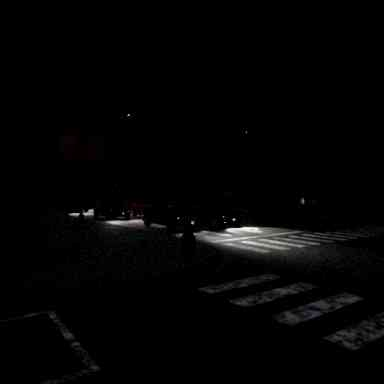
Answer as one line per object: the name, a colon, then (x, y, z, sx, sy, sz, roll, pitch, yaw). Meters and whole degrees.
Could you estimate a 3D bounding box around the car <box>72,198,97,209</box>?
car: (-14.430, 1.533, 44.475, 1.895, 1.301, 4.718, 0, 0, -35)

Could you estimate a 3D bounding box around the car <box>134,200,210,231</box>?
car: (-1.407, 1.469, 20.706, 2.128, 1.511, 4.902, 0, 0, -36)

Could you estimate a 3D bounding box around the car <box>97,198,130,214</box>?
car: (-8.669, 1.473, 36.404, 1.812, 1.442, 4.674, 0, 0, -36)

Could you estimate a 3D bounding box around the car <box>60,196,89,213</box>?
car: (-13.118, 1.494, 37.009, 2.033, 1.411, 5.357, 0, 0, -36)

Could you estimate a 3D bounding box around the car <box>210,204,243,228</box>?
car: (1.446, 1.537, 22.303, 1.994, 1.385, 4.181, 0, 0, -36)

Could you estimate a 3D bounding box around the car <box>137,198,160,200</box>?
car: (-3.540, 1.313, 29.248, 2.097, 1.767, 4.553, 0, 0, -36)

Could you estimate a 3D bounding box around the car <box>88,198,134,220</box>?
car: (-6.898, 1.468, 28.352, 1.837, 1.490, 4.892, 0, 0, -36)
